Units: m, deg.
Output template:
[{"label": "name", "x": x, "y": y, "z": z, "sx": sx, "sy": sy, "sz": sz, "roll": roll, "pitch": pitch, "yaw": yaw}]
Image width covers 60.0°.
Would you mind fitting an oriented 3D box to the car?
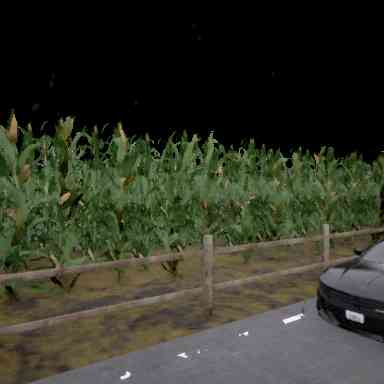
[{"label": "car", "x": 4.340, "y": 1.479, "z": 6.122, "sx": 5.008, "sy": 1.535, "sz": 1.882, "roll": 0, "pitch": 0, "yaw": -35}]
